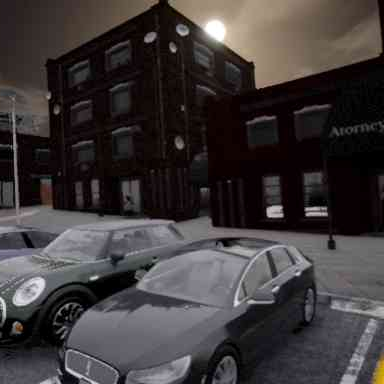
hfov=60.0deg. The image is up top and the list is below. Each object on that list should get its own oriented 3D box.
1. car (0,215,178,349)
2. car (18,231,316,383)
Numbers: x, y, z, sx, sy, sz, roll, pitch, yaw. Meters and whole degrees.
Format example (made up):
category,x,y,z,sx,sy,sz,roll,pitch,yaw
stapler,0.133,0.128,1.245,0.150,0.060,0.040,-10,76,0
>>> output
category,x,y,z,sx,sy,sz,roll,pitch,yaw
car,-1.838,1.412,6.669,2.185,1.767,4.553,-1,0,35
car,0.438,1.508,5.014,2.231,1.521,4.892,-1,0,36
